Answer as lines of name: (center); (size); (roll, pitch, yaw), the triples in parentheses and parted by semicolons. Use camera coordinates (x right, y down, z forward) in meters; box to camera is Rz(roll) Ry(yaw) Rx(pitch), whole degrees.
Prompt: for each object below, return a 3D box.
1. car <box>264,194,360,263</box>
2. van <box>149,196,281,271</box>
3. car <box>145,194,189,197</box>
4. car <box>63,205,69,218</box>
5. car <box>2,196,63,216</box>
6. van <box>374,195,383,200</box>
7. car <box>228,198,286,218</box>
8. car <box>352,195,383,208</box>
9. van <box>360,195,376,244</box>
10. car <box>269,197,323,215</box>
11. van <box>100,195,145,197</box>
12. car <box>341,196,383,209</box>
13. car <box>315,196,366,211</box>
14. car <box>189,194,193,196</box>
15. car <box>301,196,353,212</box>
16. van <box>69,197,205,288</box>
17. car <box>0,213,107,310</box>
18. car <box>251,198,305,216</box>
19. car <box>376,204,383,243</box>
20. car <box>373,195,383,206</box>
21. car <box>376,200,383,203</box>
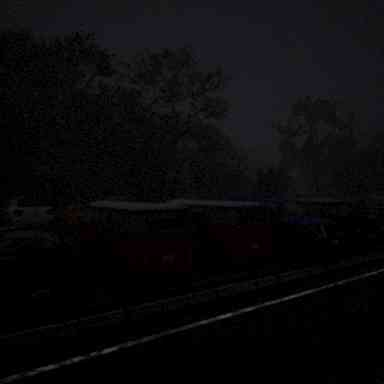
car: (2.847, 1.217, 12.553); (2.435, 2.045, 5.566); (0, 0, -36)
van: (0.483, 1.247, 11.039); (1.878, 1.987, 4.442); (0, 0, -36)
car: (-2.998, 1.215, 24.523); (2.435, 2.045, 5.566); (0, 0, -36)
car: (-7.604, 1.473, 21.421); (1.946, 1.575, 5.366); (0, 0, -36)
car: (-9.770, 1.230, 19.678); (2.435, 2.045, 5.566); (0, 0, -36)
van: (14.166, 1.176, 20.829); (1.878, 1.987, 4.442); (-1, 0, -36)
car: (5.945, 1.407, 31.113); (1.946, 1.575, 5.366); (-1, 0, -36)
car: (24.220, 1.201, 43.733); (1.946, 1.575, 5.366); (-1, 0, -36)
van: (5.041, 1.237, 14.300); (1.878, 1.987, 4.442); (0, 0, -36)
car: (10.573, 1.365, 34.190); (2.231, 1.521, 4.892); (-1, 0, -36)
van: (-5.307, 1.245, 22.979); (1.878, 1.987, 4.442); (0, 0, -36)
car: (21.838, 1.260, 42.293); (2.163, 1.488, 4.792); (-1, 0, -36)
car: (17.338, 1.284, 39.044); (2.097, 1.535, 5.008); (-1, 0, -36)
car: (-0.707, 1.205, 26.092); (2.435, 2.045, 5.566); (0, 0, -36)
car: (15.080, 1.311, 37.429); (2.097, 1.535, 5.008); (-1, 0, -36)
van: (-1.797, 1.252, 9.408); (1.878, 1.987, 4.442); (0, 0, -36)
car: (-4.005, 1.484, 7.677); (2.231, 1.521, 4.892); (0, 0, -36)
car: (8.314, 1.388, 32.575); (2.097, 1.535, 5.008); (-1, 0, -36)
car: (7.389, 1.452, 15.845); (2.231, 1.521, 4.892); (0, 0, -36)
car: (28.644, 1.180, 47.091); (2.163, 1.488, 4.792); (-1, 0, -36)
car: (11.939, 1.454, 19.128); (2.163, 1.488, 4.792); (-1, 0, -36)
